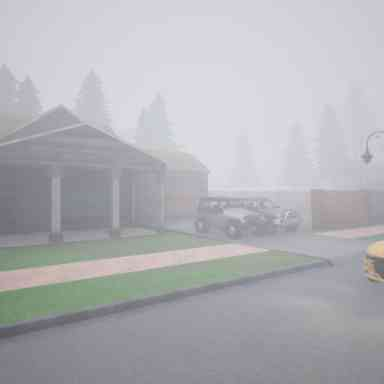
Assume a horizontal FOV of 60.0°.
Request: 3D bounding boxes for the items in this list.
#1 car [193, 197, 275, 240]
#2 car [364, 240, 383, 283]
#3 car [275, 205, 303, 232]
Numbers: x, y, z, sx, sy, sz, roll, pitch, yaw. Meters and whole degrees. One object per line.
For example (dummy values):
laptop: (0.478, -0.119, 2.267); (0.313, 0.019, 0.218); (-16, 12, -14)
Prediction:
car: (1.740, 1.175, 16.142); (1.905, 1.878, 3.866); (0, 0, -36)
car: (6.390, 1.477, 8.572); (5.008, 1.535, 1.882); (0, 0, -36)
car: (3.549, 1.173, 17.931); (1.932, 1.855, 4.605); (0, 0, -36)
